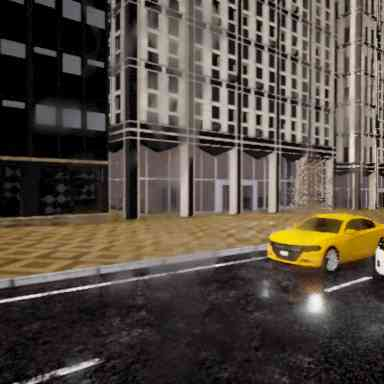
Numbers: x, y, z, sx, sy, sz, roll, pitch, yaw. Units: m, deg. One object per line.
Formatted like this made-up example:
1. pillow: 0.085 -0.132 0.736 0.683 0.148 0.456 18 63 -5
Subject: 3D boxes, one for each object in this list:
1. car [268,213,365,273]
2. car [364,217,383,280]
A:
1. car: 4.580 1.460 10.817 5.008 1.535 1.882 1 1 -37
2. car: 6.932 1.255 8.516 5.566 2.045 2.150 0 1 -37
